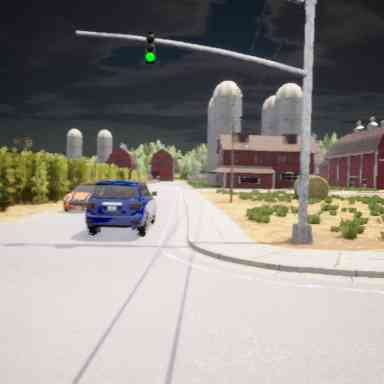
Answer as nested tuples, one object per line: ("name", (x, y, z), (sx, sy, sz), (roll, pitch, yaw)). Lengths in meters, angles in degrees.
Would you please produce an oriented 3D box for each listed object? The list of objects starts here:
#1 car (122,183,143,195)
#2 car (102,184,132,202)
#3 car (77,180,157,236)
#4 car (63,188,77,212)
("car", (-7.288, -0.394, 41.247), (1.994, 1.385, 4.181), (1, 2, -2))
("car", (-6.953, 0.045, 31.219), (1.994, 1.385, 4.181), (1, 2, -3))
("car", (-2.761, 0.535, 14.041), (2.150, 2.045, 5.566), (1, 3, -1))
("car", (-6.621, 0.259, 21.489), (2.097, 1.767, 4.553), (1, 2, -2))
